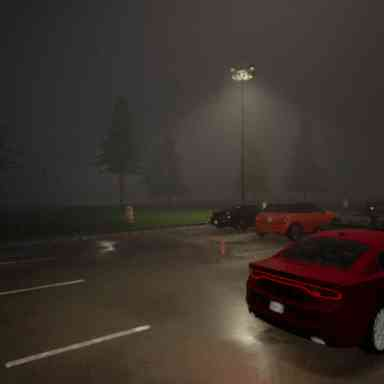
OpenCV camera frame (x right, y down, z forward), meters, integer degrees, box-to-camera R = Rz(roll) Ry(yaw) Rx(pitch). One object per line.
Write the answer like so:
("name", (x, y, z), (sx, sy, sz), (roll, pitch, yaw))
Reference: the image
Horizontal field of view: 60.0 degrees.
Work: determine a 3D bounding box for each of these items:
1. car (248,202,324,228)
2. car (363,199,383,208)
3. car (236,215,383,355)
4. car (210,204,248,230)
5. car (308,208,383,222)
("car", (5.206, 1.242, 16.068), (4.553, 1.767, 2.097), (-1, 0, -35))
("car", (16.623, 1.319, 28.844), (4.181, 1.385, 1.994), (-1, 0, -35))
("car", (3.209, 1.428, 6.080), (5.008, 1.535, 1.882), (-1, 0, -35))
("car", (3.150, 1.415, 19.260), (4.674, 1.442, 1.812), (-1, 0, -36))
("car", (6.900, 1.495, 12.975), (4.718, 1.301, 1.895), (-1, 0, -35))
